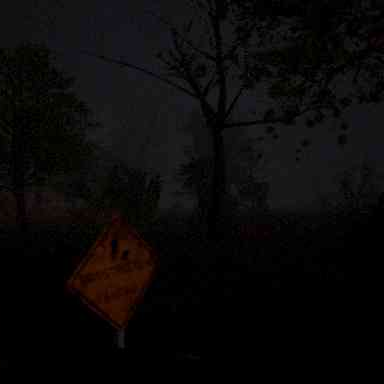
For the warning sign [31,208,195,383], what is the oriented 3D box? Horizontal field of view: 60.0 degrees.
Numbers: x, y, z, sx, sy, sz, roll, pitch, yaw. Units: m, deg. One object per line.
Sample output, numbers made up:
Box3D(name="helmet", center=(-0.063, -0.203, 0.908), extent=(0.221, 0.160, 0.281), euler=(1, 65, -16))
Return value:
Box3D(name="warning sign", center=(-0.806, 1.139, 3.622), extent=(1.060, 1.860, 1.300), euler=(-2, 0, 35))
